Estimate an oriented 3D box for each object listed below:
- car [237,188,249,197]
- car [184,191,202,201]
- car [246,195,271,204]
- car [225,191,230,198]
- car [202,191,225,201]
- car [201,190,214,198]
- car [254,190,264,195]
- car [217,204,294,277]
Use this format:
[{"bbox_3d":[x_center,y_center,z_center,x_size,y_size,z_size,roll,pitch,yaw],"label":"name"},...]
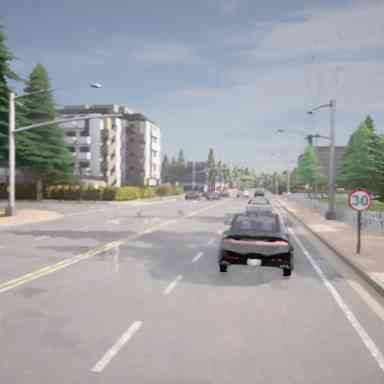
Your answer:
[{"bbox_3d":[10.844,0.115,71.154,2.150,2.045,5.566,1,1,12],"label":"car"},{"bbox_3d":[0.088,0.575,53.916,1.837,1.490,4.892,1,1,12],"label":"car"},{"bbox_3d":[5.395,1.209,26.819,1.895,1.301,4.718,1,1,12],"label":"car"},{"bbox_3d":[6.534,0.476,67.624,1.994,1.385,4.181,1,1,12],"label":"car"},{"bbox_3d":[3.391,0.628,52.632,2.128,1.511,4.902,1,1,12],"label":"car"},{"bbox_3d":[3.206,0.407,68.785,1.994,1.385,4.181,1,1,12],"label":"car"},{"bbox_3d":[14.259,0.305,70.395,2.097,1.767,4.553,1,1,12],"label":"car"},{"bbox_3d":[1.911,1.344,9.899,2.128,1.511,4.902,1,1,12],"label":"car"}]
